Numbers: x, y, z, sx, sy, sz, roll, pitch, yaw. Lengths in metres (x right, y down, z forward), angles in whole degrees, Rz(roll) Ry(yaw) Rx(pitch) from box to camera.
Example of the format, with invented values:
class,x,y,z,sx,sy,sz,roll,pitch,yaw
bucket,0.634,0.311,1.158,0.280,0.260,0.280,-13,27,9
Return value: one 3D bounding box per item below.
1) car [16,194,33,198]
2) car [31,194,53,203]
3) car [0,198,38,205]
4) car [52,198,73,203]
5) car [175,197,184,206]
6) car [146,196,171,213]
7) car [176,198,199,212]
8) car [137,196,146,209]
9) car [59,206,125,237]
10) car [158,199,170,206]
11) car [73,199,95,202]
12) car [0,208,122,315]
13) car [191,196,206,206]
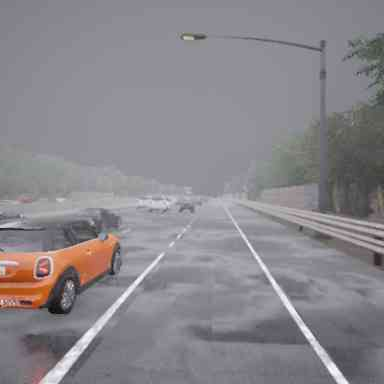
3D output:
class,x,y,z,sx,sy,sz,roll,pitch,yaw
car,-27.738,1.248,55.656,2.150,2.045,5.566,0,-1,4
car,-24.239,1.710,55.549,2.097,1.767,4.553,0,-1,4
car,-18.799,1.701,35.315,1.812,1.442,4.674,0,-1,5
car,-20.755,1.993,55.226,1.895,1.301,4.718,0,-1,4
car,-2.257,2.226,68.017,1.895,1.301,4.718,0,-1,4
car,-4.085,1.568,43.377,2.150,2.045,5.566,0,-1,4
car,-0.544,1.880,43.820,1.837,1.490,4.892,0,-1,4
car,-6.964,1.631,51.860,2.150,2.045,5.566,0,-1,4
car,-5.811,1.681,20.155,2.033,1.411,5.357,0,0,4
car,-5.749,2.129,68.257,1.812,1.442,4.674,0,-1,4
car,-17.261,1.875,54.995,2.128,1.511,4.902,0,-1,4
car,-3.210,1.398,7.897,2.097,1.767,4.553,0,0,4
car,1.233,2.152,67.740,1.837,1.490,4.892,0,-1,4
